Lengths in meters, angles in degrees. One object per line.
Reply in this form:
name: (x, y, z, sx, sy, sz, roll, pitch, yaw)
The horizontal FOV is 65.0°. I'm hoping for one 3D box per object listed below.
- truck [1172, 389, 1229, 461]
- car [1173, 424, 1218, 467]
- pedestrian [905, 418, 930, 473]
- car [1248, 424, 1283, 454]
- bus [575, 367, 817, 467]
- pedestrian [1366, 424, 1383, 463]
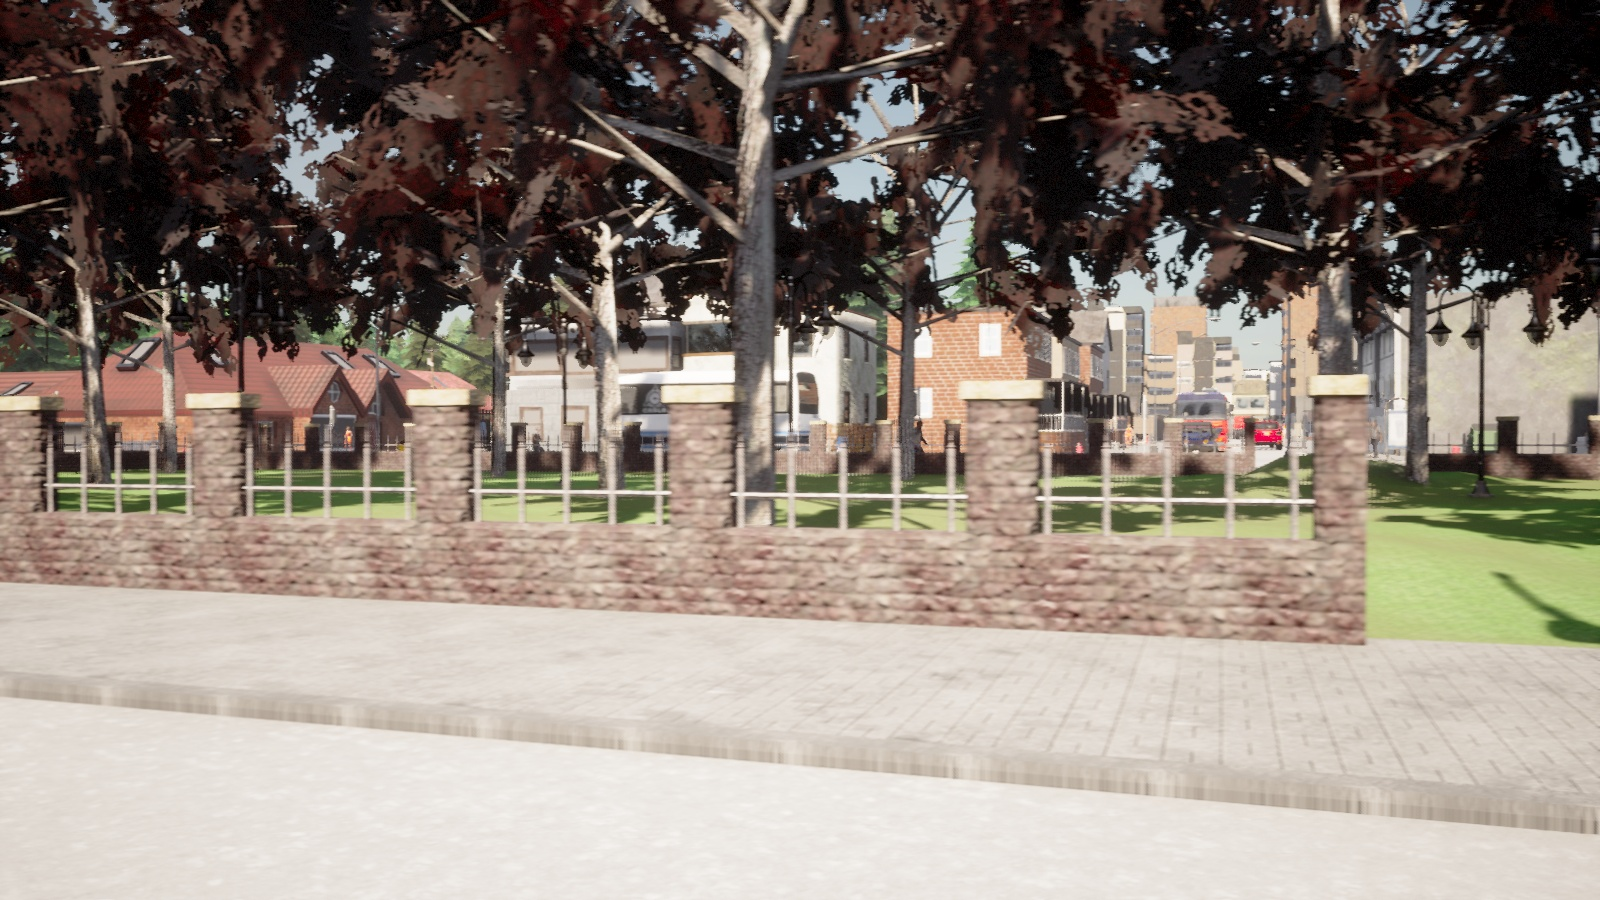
truck: (22.830, -1.395, 71.385, 2.891, 3.827, 8.468, 1, 1, 19)
car: (18.317, -0.238, 58.022, 1.905, 1.878, 3.866, 1, 1, 18)
pedestrian: (4.166, -0.160, 44.445, 0.788, 1.949, 0.423, 1, 1, 19)
car: (33.306, -0.775, 89.930, 2.150, 2.045, 5.566, 1, 0, 18)
bus: (-4.740, -1.486, 57.309, 10.273, 4.253, 3.944, 1, 1, 20)
pedestrian: (27.407, -0.320, 59.882, 0.540, 1.848, 0.694, 1, 1, 43)
